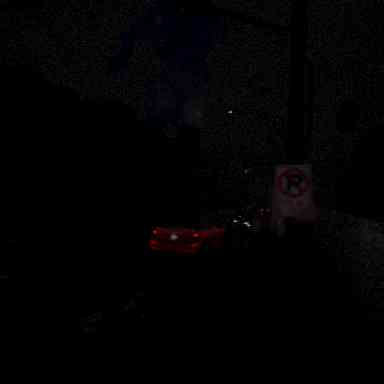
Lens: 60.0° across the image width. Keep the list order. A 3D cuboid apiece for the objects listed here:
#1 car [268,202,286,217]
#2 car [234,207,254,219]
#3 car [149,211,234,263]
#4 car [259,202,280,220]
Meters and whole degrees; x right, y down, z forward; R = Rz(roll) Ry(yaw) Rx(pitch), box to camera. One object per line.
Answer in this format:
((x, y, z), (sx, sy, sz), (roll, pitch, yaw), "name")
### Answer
((13.201, 2.702, 51.629), (2.150, 2.045, 5.566), (2, -1, 19), "car")
((6.372, 2.525, 40.512), (2.033, 1.411, 5.357), (2, -1, 19), "car")
((0.052, 1.630, 13.583), (2.097, 1.767, 4.553), (2, -1, 19), "car")
((9.837, 2.362, 41.764), (2.150, 2.045, 5.566), (2, -1, 20), "car")
